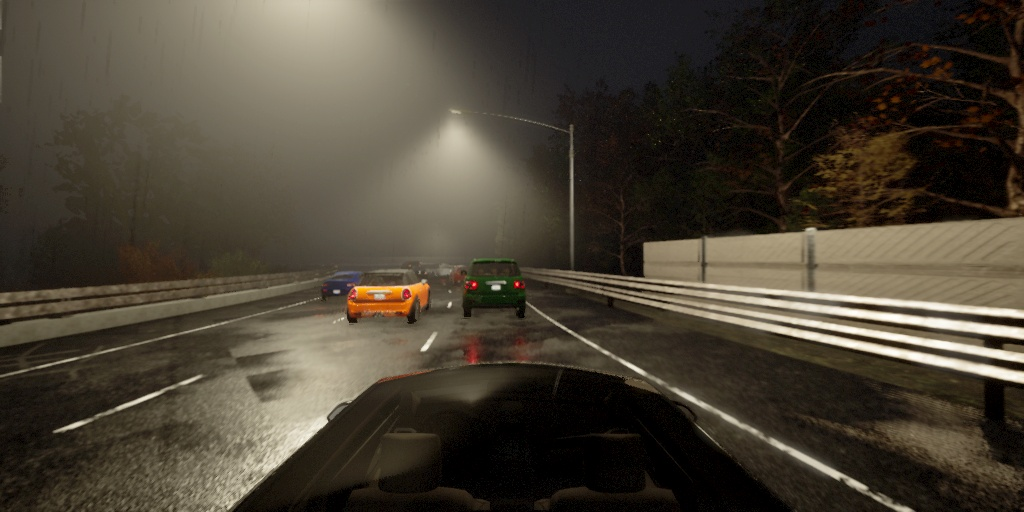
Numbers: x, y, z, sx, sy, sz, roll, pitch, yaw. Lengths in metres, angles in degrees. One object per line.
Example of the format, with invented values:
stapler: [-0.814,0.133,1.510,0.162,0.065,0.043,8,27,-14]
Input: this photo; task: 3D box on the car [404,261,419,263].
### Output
car: [-17.294,1.825,60.973,2.150,2.045,5.566,0,-1,-32]

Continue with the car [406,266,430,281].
car: [-10.372,1.837,39.306,2.033,1.411,5.357,0,-1,-20]

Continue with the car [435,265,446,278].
car: [-8.265,1.862,43.330,1.812,1.442,4.674,0,-1,-22]

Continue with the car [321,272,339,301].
car: [-8.642,1.538,19.130,1.812,1.442,4.674,0,-1,-10]

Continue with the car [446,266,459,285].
car: [-4.326,1.639,31.274,1.882,1.535,5.008,0,-1,-15]

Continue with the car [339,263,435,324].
car: [-4.235,1.267,12.981,2.097,1.767,4.553,0,-1,-6]

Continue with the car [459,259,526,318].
car: [-0.812,1.139,14.040,2.150,2.045,5.566,0,-1,-6]
